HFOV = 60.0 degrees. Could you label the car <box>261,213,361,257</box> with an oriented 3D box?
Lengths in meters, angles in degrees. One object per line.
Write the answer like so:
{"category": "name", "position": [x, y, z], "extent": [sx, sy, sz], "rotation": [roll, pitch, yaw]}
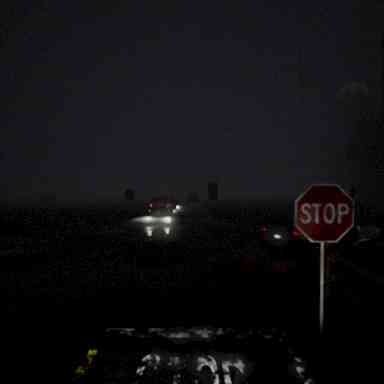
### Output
{"category": "car", "position": [4.554, 1.455, 12.589], "extent": [4.181, 1.385, 1.994], "rotation": [-2, 1, -37]}

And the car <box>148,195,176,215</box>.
{"category": "car", "position": [-2.869, 1.203, 31.097], "extent": [2.097, 1.767, 4.553], "rotation": [0, 0, 0]}

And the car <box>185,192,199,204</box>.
{"category": "car", "position": [0.066, 0.962, 56.442], "extent": [2.150, 2.045, 5.566], "rotation": [0, -1, 0]}

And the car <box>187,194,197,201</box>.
{"category": "car", "position": [-0.043, 1.229, 72.165], "extent": [2.033, 1.411, 5.357], "rotation": [0, 0, 0]}

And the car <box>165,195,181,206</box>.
{"category": "car", "position": [-2.858, 1.256, 51.784], "extent": [2.128, 1.511, 4.902], "rotation": [0, 0, 0]}

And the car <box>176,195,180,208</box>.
{"category": "car", "position": [-2.870, 1.354, 41.367], "extent": [2.033, 1.411, 5.357], "rotation": [0, 0, 0]}
